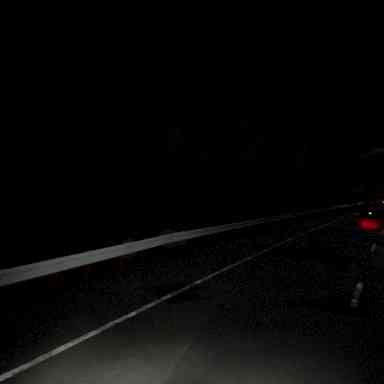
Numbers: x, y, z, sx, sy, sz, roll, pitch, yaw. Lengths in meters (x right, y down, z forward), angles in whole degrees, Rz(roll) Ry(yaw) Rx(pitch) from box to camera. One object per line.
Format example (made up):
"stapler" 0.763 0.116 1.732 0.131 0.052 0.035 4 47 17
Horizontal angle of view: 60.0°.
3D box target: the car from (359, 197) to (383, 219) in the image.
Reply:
"car" 16.160 1.505 29.524 1.837 1.490 4.892 0 0 35

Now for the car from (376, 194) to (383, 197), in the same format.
"car" 22.246 1.221 38.041 2.150 2.045 5.566 0 0 36
